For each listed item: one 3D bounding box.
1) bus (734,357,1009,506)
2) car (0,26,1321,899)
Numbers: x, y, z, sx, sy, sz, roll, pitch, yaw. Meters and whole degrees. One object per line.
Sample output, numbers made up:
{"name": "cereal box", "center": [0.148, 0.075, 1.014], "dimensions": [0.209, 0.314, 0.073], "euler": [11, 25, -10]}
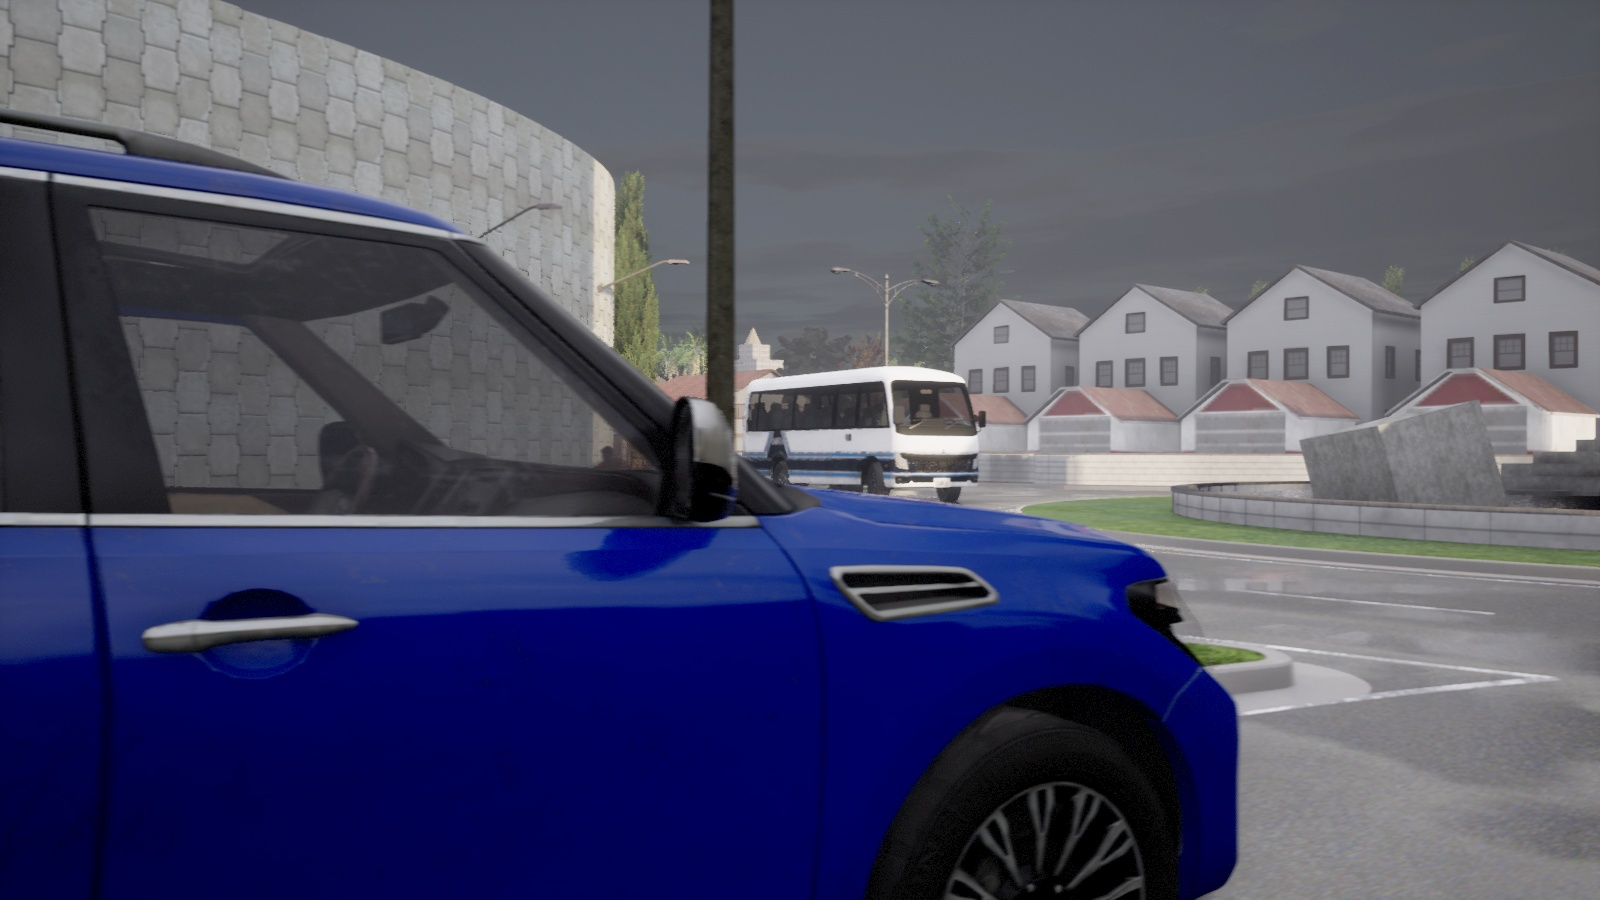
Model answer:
{"name": "bus", "center": [1.969, -0.503, 41.138], "dimensions": [3.944, 4.253, 10.273], "euler": [0, 0, -30]}
{"name": "car", "center": [-1.526, 0.473, 2.610], "dimensions": [5.566, 2.045, 2.150], "euler": [0, 0, -35]}
